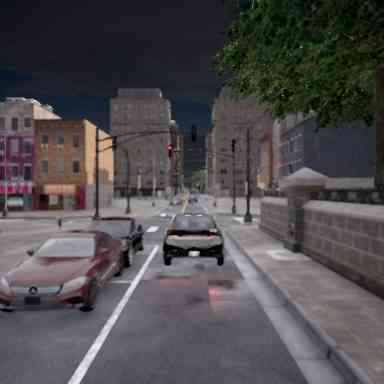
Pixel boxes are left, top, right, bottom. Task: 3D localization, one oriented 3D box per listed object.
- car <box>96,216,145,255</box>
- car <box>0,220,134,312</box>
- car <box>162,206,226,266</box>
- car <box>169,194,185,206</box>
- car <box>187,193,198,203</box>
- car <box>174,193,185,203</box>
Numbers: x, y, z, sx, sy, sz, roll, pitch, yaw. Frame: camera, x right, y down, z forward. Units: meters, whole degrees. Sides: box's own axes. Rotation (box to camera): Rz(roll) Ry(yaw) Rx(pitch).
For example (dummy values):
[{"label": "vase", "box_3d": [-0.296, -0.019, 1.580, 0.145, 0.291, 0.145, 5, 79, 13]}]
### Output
[{"label": "car", "box_3d": [-2.663, 1.536, 11.281, 1.947, 1.339, 4.313, 0, 0, 0]}, {"label": "car", "box_3d": [-2.655, 1.562, 7.618, 1.802, 1.307, 4.206, 0, 0, 0]}, {"label": "car", "box_3d": [0.058, 1.461, 11.468, 2.128, 1.511, 4.902, 0, 0, 0]}, {"label": "car", "box_3d": [-2.389, 1.354, 49.294, 2.128, 1.511, 4.902, 0, 0, 0]}, {"label": "car", "box_3d": [0.141, 1.347, 63.500, 1.812, 1.442, 4.674, 0, 0, 0]}, {"label": "car", "box_3d": [-2.381, 1.168, 65.355, 2.097, 1.767, 4.553, 0, 0, 0]}]
